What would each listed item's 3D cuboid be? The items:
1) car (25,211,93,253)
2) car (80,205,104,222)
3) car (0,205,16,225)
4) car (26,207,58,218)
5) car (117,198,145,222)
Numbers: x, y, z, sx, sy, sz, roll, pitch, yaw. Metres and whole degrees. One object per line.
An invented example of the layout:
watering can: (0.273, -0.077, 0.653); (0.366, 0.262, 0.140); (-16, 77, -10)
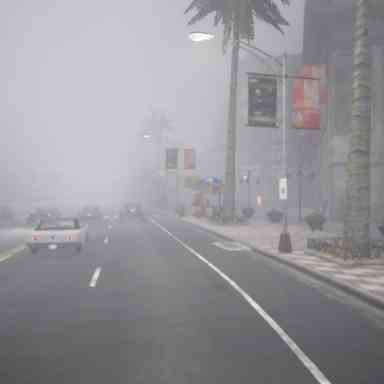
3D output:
car: (-5.574, 1.742, 14.383); (1.895, 1.301, 4.718); (0, -1, -12)
car: (-8.840, 1.847, 29.235); (1.994, 1.385, 4.181); (0, 0, -12)
car: (-15.298, 1.752, 25.976); (2.128, 1.511, 4.902); (0, -1, -12)
car: (-11.919, 1.864, 26.914); (1.895, 1.301, 4.718); (0, -1, -12)
car: (-5.374, 1.634, 29.765); (2.097, 1.767, 4.553); (0, -1, -12)
